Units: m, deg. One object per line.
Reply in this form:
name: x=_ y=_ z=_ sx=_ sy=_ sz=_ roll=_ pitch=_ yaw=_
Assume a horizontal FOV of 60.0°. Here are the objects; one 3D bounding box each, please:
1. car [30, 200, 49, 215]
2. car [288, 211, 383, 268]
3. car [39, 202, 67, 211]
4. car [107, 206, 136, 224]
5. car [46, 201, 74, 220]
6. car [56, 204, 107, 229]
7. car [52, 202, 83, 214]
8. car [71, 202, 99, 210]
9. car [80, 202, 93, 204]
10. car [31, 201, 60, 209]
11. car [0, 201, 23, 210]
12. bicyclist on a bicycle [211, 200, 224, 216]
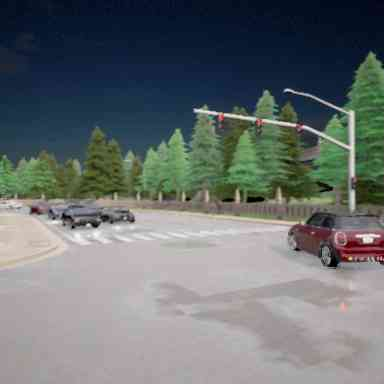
car: x=-18.246 y=1.880 z=40.881 sx=2.097 sy=1.767 sz=4.553 roll=1 pitch=-1 yaw=-42
car: x=5.073 y=1.452 z=11.861 sx=2.097 sy=1.767 sz=4.553 roll=0 pitch=-1 yaw=-2
car: x=-22.563 y=2.309 z=53.946 sx=4.718 sy=1.301 sz=1.895 roll=-1 pitch=-1 yaw=32
car: x=-6.230 y=1.896 z=27.964 sx=1.994 sy=1.385 sz=4.181 roll=0 pitch=-1 yaw=-29
car: x=-12.822 y=1.934 z=32.572 sx=1.812 sy=1.442 sz=4.674 roll=0 pitch=-1 yaw=-30
car: x=-8.218 y=1.838 z=24.331 sx=2.033 sy=1.411 sz=5.357 roll=0 pitch=-1 yaw=-31
car: x=-16.709 y=2.062 z=44.412 sx=2.128 sy=1.511 sz=4.902 roll=1 pitch=-1 yaw=-43
car: x=-17.689 y=2.308 z=54.858 sx=4.718 sy=1.301 sz=1.895 roll=-1 pitch=-1 yaw=37
car: x=-10.687 y=1.994 z=35.979 sx=2.033 sy=1.411 sz=5.357 roll=0 pitch=-1 yaw=-30
car: x=-26.498 y=2.302 z=60.088 sx=4.892 sy=1.490 sz=1.837 roll=0 pitch=-1 yaw=21
car: x=-31.716 y=2.309 z=58.090 sx=4.674 sy=1.442 sz=1.812 roll=0 pitch=-1 yaw=18
bicyclist on a bicycle: x=2.659 y=1.698 z=34.684 sx=1.656 sy=1.620 sz=0.582 roll=0 pitch=-1 yaw=-29
